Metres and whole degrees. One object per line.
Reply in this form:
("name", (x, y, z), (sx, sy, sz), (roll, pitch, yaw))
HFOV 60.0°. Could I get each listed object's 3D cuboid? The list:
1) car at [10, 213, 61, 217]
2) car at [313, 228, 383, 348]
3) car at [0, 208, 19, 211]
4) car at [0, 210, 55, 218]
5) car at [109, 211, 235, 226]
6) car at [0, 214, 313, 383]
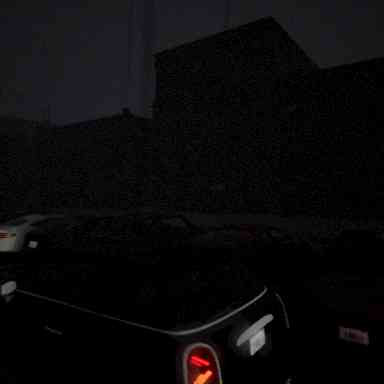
("car", (-3.111, 1.525, 11.270), (2.163, 1.488, 4.792), (0, 0, 36))
("car", (3.559, 1.510, 6.381), (2.163, 1.488, 4.792), (0, 0, 36))
("car", (-7.617, 1.541, 14.452), (2.163, 1.488, 4.792), (0, 0, 36))
("car", (-5.394, 1.544, 12.880), (2.002, 1.452, 4.674), (0, 0, 36))
("car", (-0.912, 1.364, 9.607), (2.185, 1.767, 4.553), (0, 0, 36))
("car", (-1.136, 1.356, 4.208), (4.553, 1.767, 2.097), (0, 0, 36))
